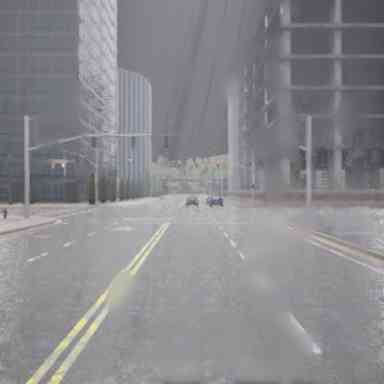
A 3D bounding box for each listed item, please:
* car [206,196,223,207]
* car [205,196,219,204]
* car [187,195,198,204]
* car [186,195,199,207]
[{"bbox_3d":[3.555,1.347,49.235,1.882,1.535,5.008,0,0,0],"label":"car"},{"bbox_3d":[3.536,1.390,59.536,2.033,1.411,5.357,0,0,0],"label":"car"},{"bbox_3d":[0.036,1.347,59.538,1.837,1.490,4.892,0,0,0],"label":"car"},{"bbox_3d":[0.029,1.470,49.450,1.895,1.301,4.718,0,0,0],"label":"car"}]
